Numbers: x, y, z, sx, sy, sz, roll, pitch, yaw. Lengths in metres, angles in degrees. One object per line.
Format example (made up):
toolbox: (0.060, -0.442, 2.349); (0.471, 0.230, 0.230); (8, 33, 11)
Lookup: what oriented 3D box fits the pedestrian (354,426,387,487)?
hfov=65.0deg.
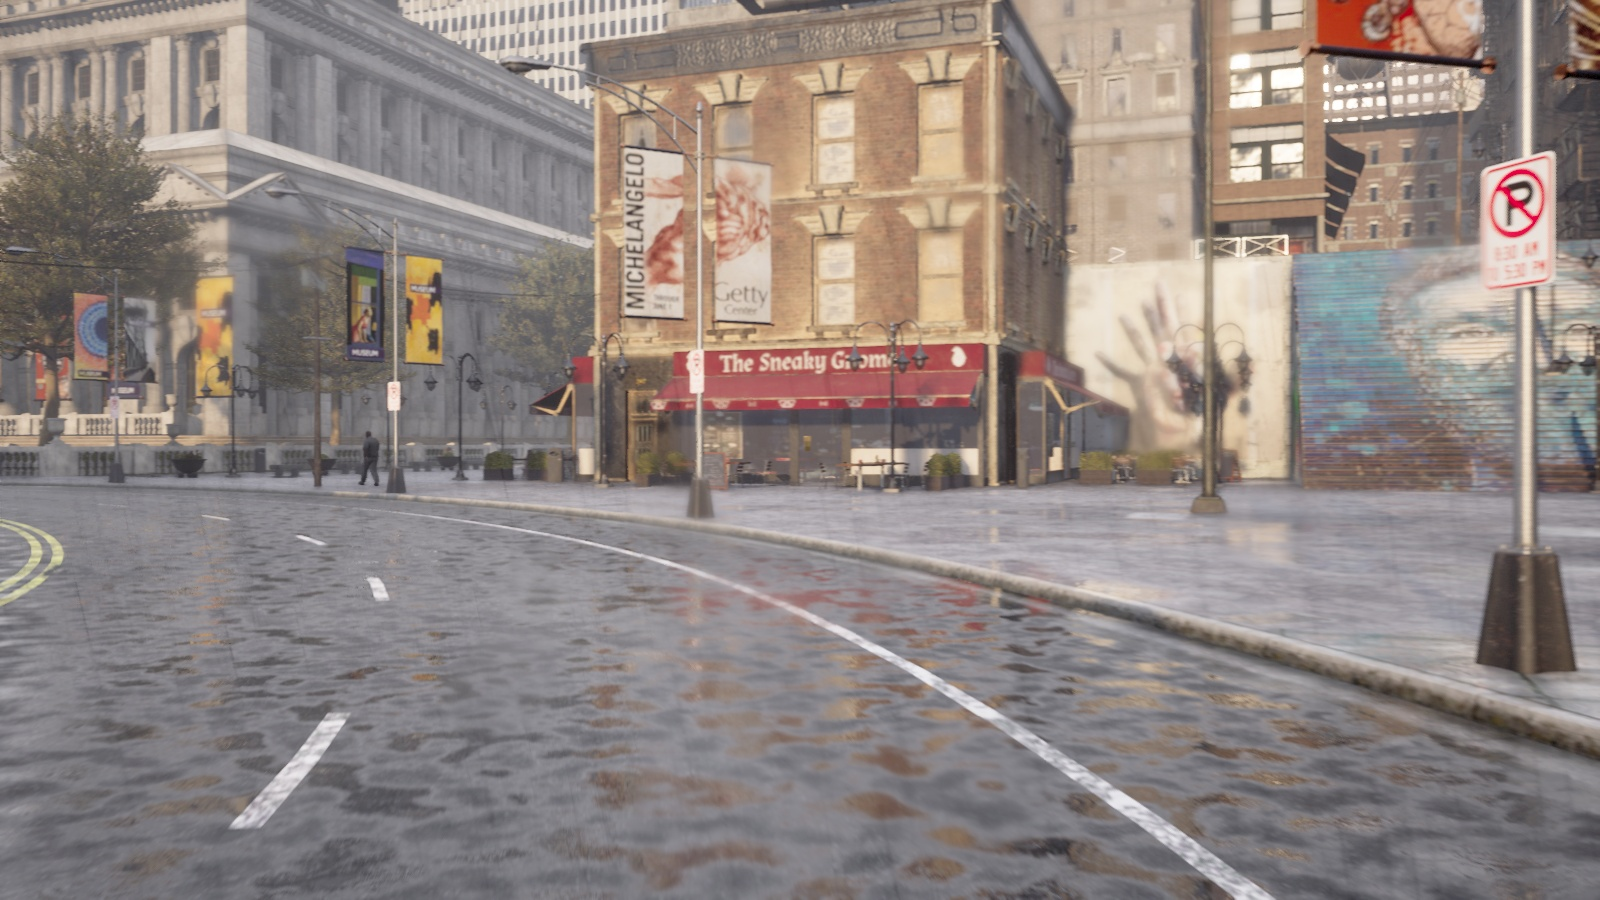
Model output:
pedestrian: (-13.354, 0.188, 39.038); (0.849, 1.883, 0.563); (0, 0, 37)
